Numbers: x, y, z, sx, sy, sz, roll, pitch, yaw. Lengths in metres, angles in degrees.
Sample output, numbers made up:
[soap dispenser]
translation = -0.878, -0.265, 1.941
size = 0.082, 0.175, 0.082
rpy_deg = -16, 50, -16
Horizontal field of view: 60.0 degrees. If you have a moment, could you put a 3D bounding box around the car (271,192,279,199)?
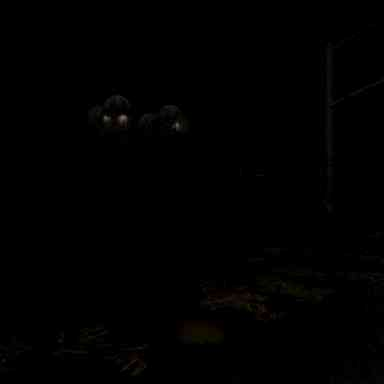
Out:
[car]
translation = 22.083, 1.068, 88.727
size = 1.905, 1.878, 3.866
rpy_deg = 6, 3, 11
